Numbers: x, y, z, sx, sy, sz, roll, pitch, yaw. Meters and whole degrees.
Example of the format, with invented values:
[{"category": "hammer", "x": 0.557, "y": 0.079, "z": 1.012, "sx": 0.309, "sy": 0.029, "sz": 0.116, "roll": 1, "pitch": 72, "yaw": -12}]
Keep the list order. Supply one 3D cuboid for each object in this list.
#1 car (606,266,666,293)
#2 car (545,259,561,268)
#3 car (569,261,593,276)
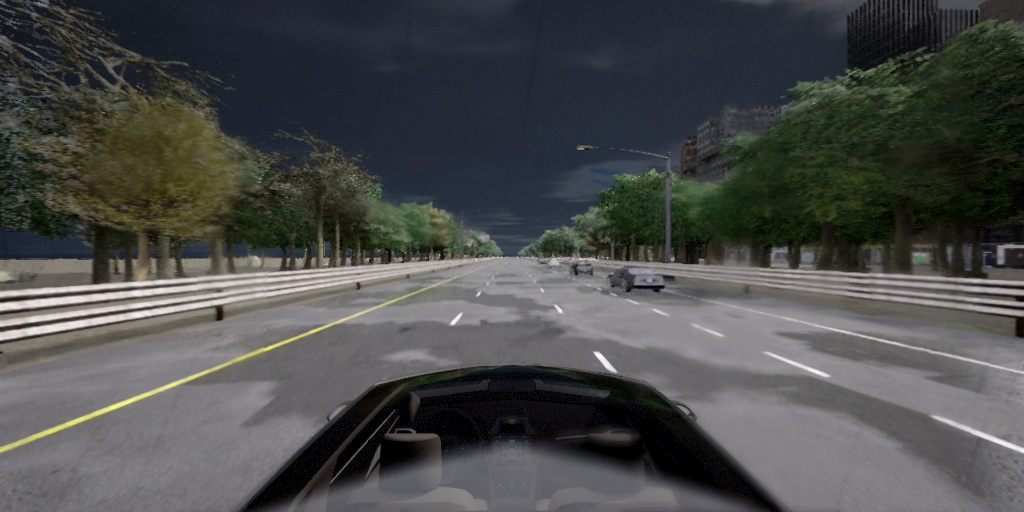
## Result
[{"category": "car", "x": 7.008, "y": 1.295, "z": 20.807, "sx": 2.033, "sy": 1.411, "sz": 5.357, "roll": 0, "pitch": 0, "yaw": 0}, {"category": "car", "x": 7.072, "y": 1.261, "z": 60.786, "sx": 1.812, "sy": 1.442, "sz": 4.674, "roll": 0, "pitch": 0, "yaw": 0}, {"category": "car", "x": 7.034, "y": 1.235, "z": 36.780, "sx": 2.128, "sy": 1.511, "sz": 4.902, "roll": 0, "pitch": 0, "yaw": 0}]
